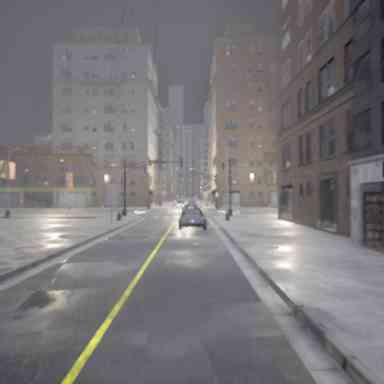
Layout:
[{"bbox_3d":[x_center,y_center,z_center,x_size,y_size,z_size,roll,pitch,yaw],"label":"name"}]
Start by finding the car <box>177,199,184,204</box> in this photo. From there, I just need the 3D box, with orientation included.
[{"bbox_3d":[-3.082,2.708,91.457,1.895,1.301,4.718,0,-1,0],"label":"car"}]

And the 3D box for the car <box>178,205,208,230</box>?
[{"bbox_3d":[0.073,1.837,23.402,1.994,1.385,4.181,0,-1,1],"label":"car"}]

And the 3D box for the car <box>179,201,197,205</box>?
[{"bbox_3d":[-0.090,1.912,33.177,1.812,1.442,4.674,0,-1,-2],"label":"car"}]

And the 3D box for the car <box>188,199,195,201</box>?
[{"bbox_3d":[-0.077,2.540,90.023,2.128,1.511,4.902,0,-1,0],"label":"car"}]
